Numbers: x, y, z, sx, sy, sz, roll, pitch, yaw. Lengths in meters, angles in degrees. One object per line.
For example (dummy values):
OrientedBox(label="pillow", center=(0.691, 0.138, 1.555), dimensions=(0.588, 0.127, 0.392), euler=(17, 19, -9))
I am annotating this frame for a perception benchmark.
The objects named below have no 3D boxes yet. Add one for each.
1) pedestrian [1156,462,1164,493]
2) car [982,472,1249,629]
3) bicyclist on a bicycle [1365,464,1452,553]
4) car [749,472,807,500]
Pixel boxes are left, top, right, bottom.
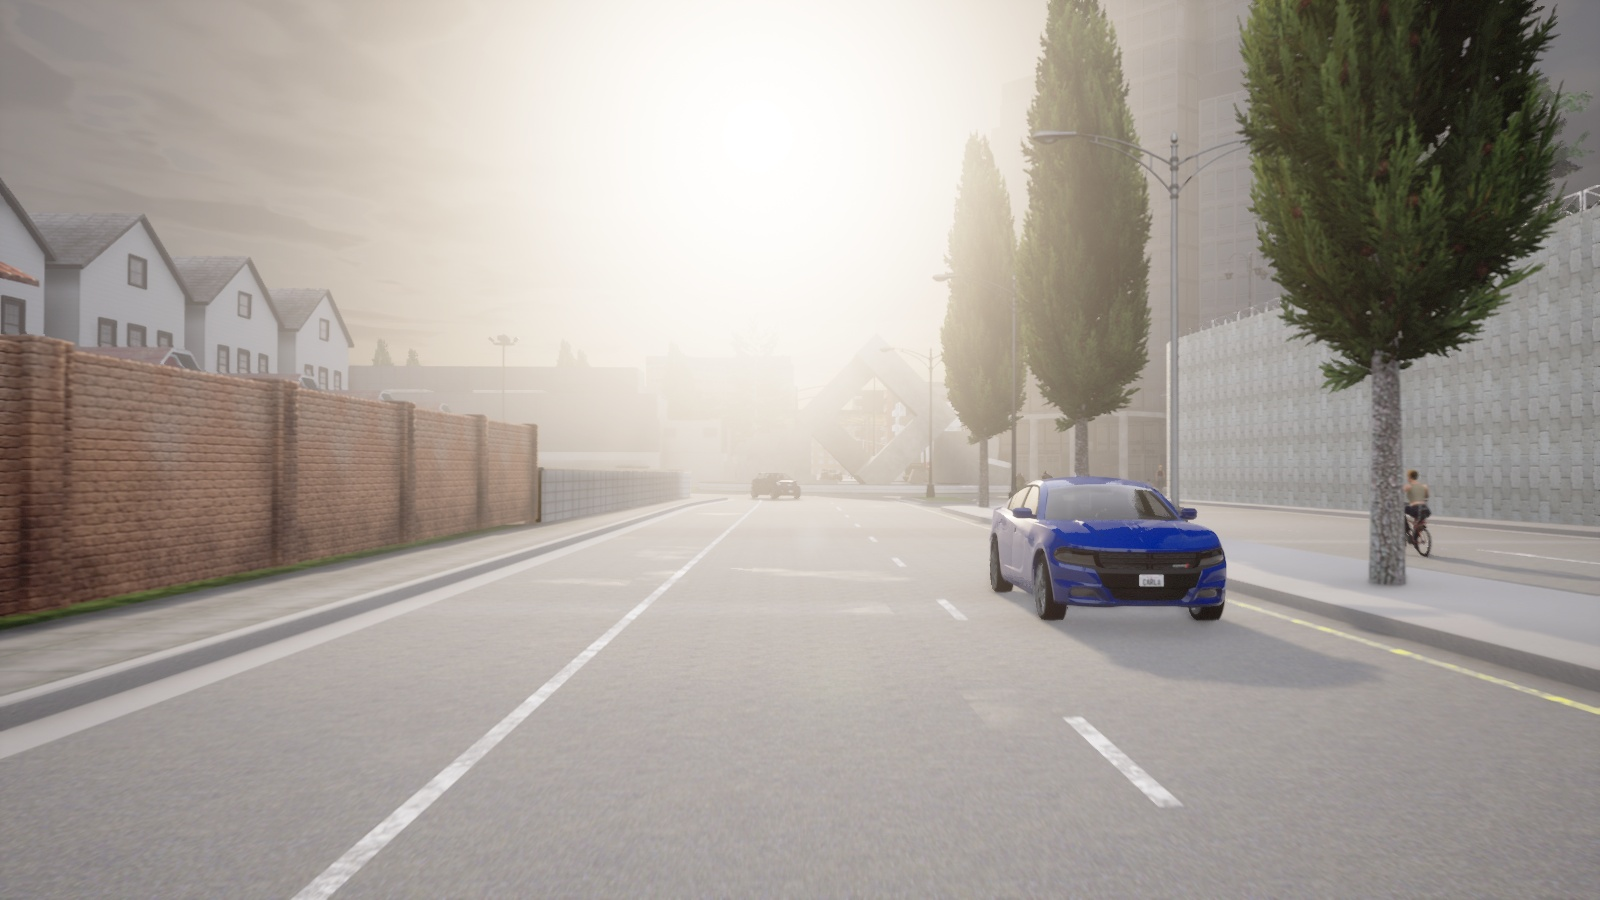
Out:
OrientedBox(label="pedestrian", center=(21.008, 1.613, 73.299), dimensions=(0.345, 1.836, 0.594), euler=(-1, -1, 28))
OrientedBox(label="car", center=(3.464, 1.027, 14.852), dimensions=(1.882, 1.535, 5.008), euler=(0, -1, 0))
OrientedBox(label="bicyclist on a bicycle", center=(11.429, 1.079, 23.639), dimensions=(0.866, 1.612, 1.509), euler=(-1, -1, 0))
OrientedBox(label="car", center=(-1.260, 2.011, 70.325), dimensions=(1.845, 1.501, 3.633), euler=(0, -1, -26))
